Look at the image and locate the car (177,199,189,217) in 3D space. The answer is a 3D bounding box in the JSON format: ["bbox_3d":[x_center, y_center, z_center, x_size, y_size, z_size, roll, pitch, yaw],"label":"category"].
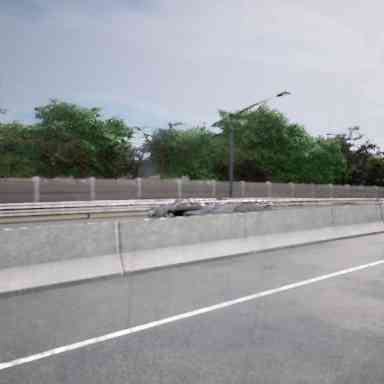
[{"bbox_3d":[1.938,1.369,22.494,5.357,1.411,2.033,0,0,-35],"label":"car"}]

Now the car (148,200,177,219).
[{"bbox_3d":[-0.891,1.320,24.780,4.902,1.511,2.128,-1,0,-35],"label":"car"}]

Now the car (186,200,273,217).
[{"bbox_3d":[2.415,1.314,18.545,5.008,1.535,1.882,-1,0,-35],"label":"car"}]
